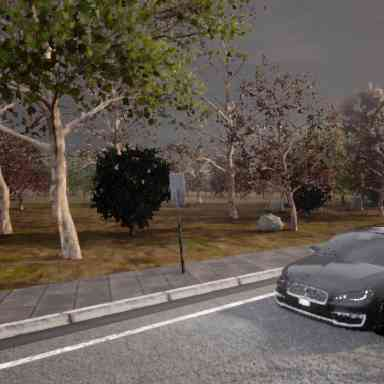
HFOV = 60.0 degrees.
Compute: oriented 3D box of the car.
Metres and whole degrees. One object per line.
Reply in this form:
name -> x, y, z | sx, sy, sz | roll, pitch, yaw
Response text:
car -> 3.752, 1.492, 6.679 | 4.892, 1.490, 1.837 | 0, 0, -36
